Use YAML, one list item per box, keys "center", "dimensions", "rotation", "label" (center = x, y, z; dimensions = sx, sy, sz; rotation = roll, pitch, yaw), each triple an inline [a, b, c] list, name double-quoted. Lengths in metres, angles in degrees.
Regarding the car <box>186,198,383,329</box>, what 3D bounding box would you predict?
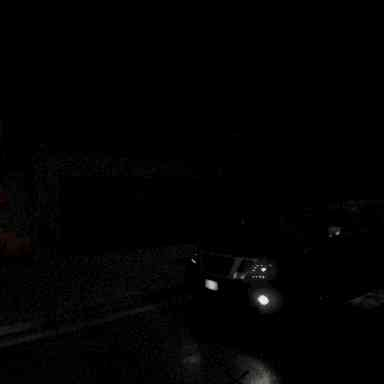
- center: [2.505, 1.190, 7.290]
  dimensions: [5.566, 2.045, 2.150]
  rotation: [0, 0, -38]
  label: "car"
